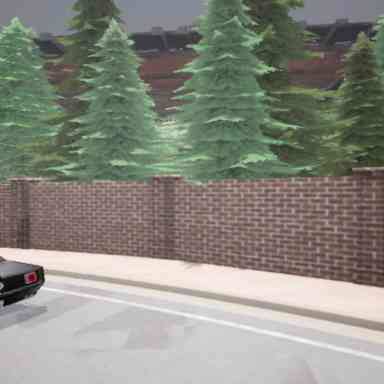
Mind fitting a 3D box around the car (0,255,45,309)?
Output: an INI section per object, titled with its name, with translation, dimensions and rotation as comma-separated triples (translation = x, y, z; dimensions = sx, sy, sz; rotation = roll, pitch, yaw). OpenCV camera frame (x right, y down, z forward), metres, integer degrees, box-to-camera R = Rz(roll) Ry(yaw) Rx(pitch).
[car]
translation = -5.212, 1.581, 6.274
dimensions = 4.718, 1.301, 1.895
rotation = 0, 1, 23
